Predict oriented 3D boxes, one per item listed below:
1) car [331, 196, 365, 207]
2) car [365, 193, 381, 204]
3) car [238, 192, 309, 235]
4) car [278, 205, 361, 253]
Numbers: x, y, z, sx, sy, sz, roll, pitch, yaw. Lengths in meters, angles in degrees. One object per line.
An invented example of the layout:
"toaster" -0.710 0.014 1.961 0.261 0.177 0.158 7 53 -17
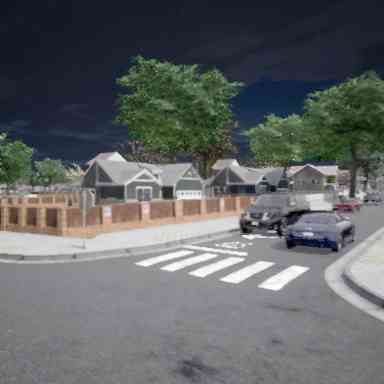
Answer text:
"car" 14.621 1.261 31.425 1.895 1.301 4.718 0 1 36
"car" 24.340 0.779 44.866 2.033 1.411 5.357 0 1 34
"car" 4.560 1.063 17.684 2.150 2.045 5.566 0 1 36
"car" 5.307 1.453 13.543 1.994 1.385 4.181 0 1 35
